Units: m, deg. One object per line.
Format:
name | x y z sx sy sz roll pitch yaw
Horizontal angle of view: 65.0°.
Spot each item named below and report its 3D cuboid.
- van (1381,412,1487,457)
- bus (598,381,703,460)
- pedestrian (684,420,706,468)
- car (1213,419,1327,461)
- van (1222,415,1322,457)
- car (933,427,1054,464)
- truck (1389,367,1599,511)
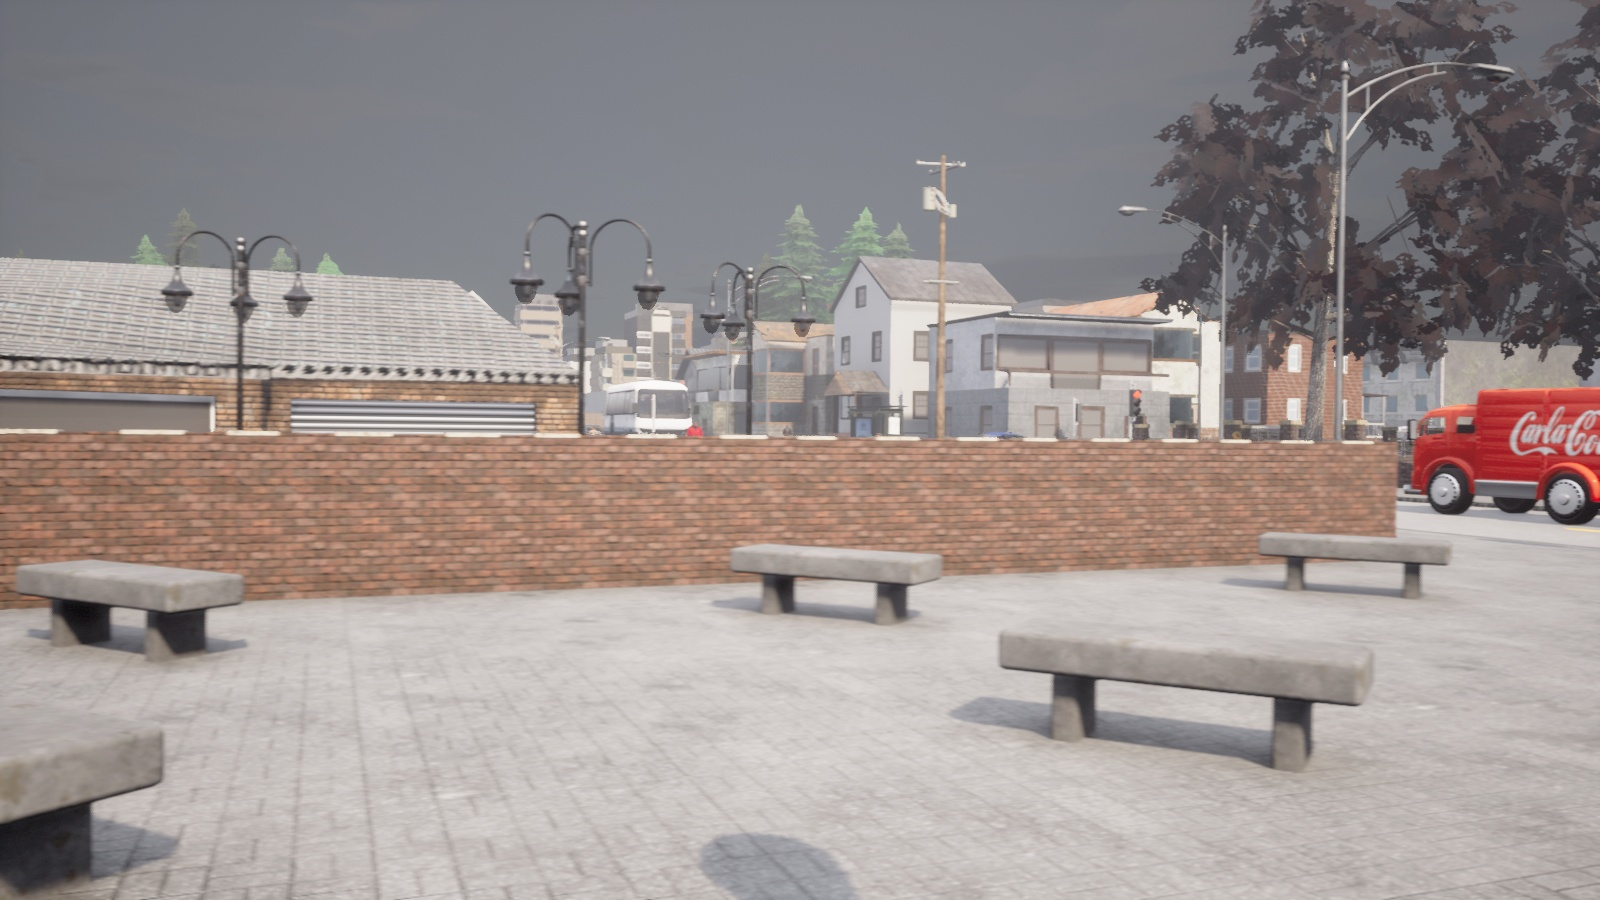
van | 29.917 -0.767 59.272 4.480 2.038 2.069 -1 1 -23
bus | -8.915 -1.679 73.515 3.944 4.253 10.273 -1 1 -19
pedestrian | -4.117 -0.250 49.269 0.634 1.844 0.899 -1 1 -21
car | 20.879 -0.478 55.813 4.553 1.767 2.097 -1 1 -23
van | 22.906 -0.689 60.955 4.442 1.987 1.775 -1 1 -21
car | 8.557 -0.222 55.586 5.008 1.535 1.882 -1 1 -19
truck | 14.275 -0.231 23.810 2.627 2.467 5.204 -1 1 -22
